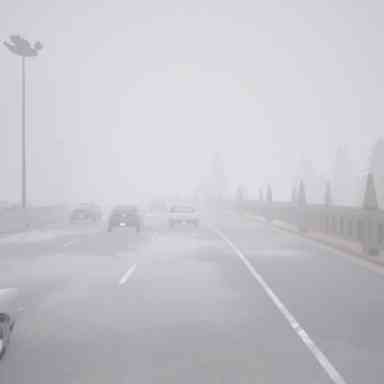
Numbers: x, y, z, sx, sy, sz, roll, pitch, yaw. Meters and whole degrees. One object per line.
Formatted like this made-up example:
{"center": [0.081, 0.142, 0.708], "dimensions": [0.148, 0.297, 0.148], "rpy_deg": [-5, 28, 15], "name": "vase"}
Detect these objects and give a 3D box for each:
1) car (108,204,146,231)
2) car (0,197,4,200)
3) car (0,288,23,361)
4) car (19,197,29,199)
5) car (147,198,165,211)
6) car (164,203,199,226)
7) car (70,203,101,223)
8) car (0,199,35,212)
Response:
{"center": [-3.985, 1.513, 20.451], "dimensions": [1.837, 1.490, 4.892], "rpy_deg": [0, 0, -5], "name": "car"}
{"center": [-21.966, 1.614, 38.258], "dimensions": [2.033, 1.411, 5.357], "rpy_deg": [0, 0, -18], "name": "car"}
{"center": [-3.401, 1.601, 2.746], "dimensions": [1.895, 1.301, 4.718], "rpy_deg": [0, 0, 0], "name": "car"}
{"center": [-35.314, 1.744, 69.959], "dimensions": [1.837, 1.490, 4.892], "rpy_deg": [0, 0, -39], "name": "car"}
{"center": [-4.341, 1.546, 40.821], "dimensions": [1.837, 1.490, 4.892], "rpy_deg": [0, 0, -16], "name": "car"}
{"center": [-0.746, 1.611, 23.203], "dimensions": [1.895, 1.301, 4.718], "rpy_deg": [0, 0, -6], "name": "car"}
{"center": [-8.143, 1.543, 25.659], "dimensions": [1.812, 1.442, 4.674], "rpy_deg": [0, 0, -8], "name": "car"}
{"center": [-16.613, 1.639, 31.942], "dimensions": [1.895, 1.301, 4.718], "rpy_deg": [0, 0, -13], "name": "car"}
